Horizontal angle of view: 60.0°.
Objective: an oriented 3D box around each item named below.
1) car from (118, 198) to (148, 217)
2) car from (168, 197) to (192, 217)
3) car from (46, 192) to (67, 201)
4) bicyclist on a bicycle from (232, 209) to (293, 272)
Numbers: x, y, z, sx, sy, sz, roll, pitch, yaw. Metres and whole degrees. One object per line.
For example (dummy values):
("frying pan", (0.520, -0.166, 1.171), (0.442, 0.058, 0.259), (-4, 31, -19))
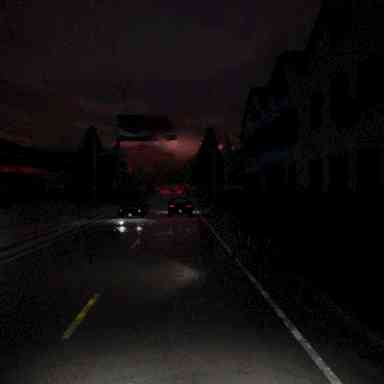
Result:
("car", (-4.557, 1.215, 26.535), (2.033, 1.411, 5.357), (0, 1, -2))
("car", (-0.938, 1.151, 26.147), (1.812, 1.442, 4.674), (0, 1, -2))
("car", (-24.747, 0.809, 62.235), (4.611, 1.667, 2.242), (0, 1, -3))
("bicyclist on a bicycle", (1.795, 1.241, 8.785), (1.656, 1.620, 0.582), (-9, 1, -2))
